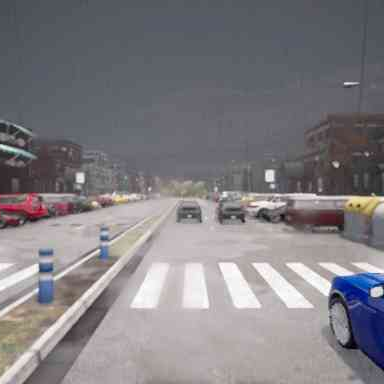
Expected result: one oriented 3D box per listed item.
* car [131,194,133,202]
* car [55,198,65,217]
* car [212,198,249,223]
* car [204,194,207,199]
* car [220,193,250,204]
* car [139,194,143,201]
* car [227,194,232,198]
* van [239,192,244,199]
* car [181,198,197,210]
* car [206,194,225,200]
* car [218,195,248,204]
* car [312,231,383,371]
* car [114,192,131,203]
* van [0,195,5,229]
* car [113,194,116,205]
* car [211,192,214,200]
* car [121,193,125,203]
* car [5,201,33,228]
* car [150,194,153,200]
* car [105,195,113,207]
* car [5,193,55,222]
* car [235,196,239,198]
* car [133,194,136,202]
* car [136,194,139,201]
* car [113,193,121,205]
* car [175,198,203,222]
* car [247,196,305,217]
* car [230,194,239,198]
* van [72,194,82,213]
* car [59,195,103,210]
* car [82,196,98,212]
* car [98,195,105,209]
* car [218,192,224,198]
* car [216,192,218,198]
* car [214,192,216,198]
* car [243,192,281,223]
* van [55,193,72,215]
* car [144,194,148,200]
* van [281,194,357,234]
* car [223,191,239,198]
[{"bbox_3d":[-13.547,1.247,59.854,4.674,1.452,2.002,0,0,-1],"label":"car"},{"bbox_3d":[-13.200,1.449,26.512,4.892,1.521,2.231,0,1,0],"label":"car"},{"bbox_3d":[2.800,1.454,25.145,1.837,1.490,4.892,0,0,-1],"label":"car"},{"bbox_3d":[6.605,1.111,87.321,5.566,2.045,2.435,0,-1,-1],"label":"car"},{"bbox_3d":[7.014,1.092,54.251,4.553,1.767,2.185,0,0,-1],"label":"car"},{"bbox_3d":[-13.601,0.961,68.065,5.566,2.045,2.435,0,0,-1],"label":"car"},{"bbox_3d":[7.338,1.327,40.469,5.366,1.575,1.946,0,0,-1],"label":"car"},{"bbox_3d":[7.137,1.160,32.190,4.442,1.987,1.878,0,0,-1],"label":"van"},{"bbox_3d":[-0.410,1.449,42.152,1.895,1.301,4.718,0,0,-1],"label":"car"},{"bbox_3d":[6.504,1.424,92.832,5.008,1.535,2.097,0,-1,-1],"label":"car"},{"bbox_3d":[6.978,1.230,57.009,4.792,1.488,2.163,0,0,-1],"label":"car"},{"bbox_3d":[3.065,1.468,3.181,1.882,1.535,5.008,0,0,-1],"label":"car"},{"bbox_3d":[-13.701,1.218,57.082,5.366,1.575,1.946,0,0,-1],"label":"car"},{"bbox_3d":[-13.024,1.253,18.052,4.442,1.987,1.878,0,0,0],"label":"van"},{"bbox_3d":[-13.428,1.342,45.845,4.792,1.488,2.163,0,1,-1],"label":"car"},{"bbox_3d":[6.852,0.931,62.517,5.566,2.045,2.435,0,0,-1],"label":"car"},{"bbox_3d":[-13.463,1.263,51.527,5.008,1.535,2.097,0,1,-1],"label":"car"},{"bbox_3d":[-13.135,1.500,20.959,4.792,1.488,2.163,0,0,0],"label":"car"},{"bbox_3d":[-13.865,1.434,90.285,5.008,1.535,2.097,0,-1,-1],"label":"car"},{"bbox_3d":[-13.365,1.337,43.065,5.008,1.535,2.097,0,0,-1],"label":"car"},{"bbox_3d":[-13.212,1.209,23.610,5.566,2.045,2.435,0,0,0],"label":"car"},{"bbox_3d":[7.218,1.409,34.951,4.674,1.452,2.002,0,0,-1],"label":"car"},{"bbox_3d":[-13.569,1.242,62.512,4.674,1.452,2.002,0,0,-1],"label":"car"},{"bbox_3d":[-13.786,1.202,65.283,5.366,1.575,1.946,0,0,-1],"label":"car"},{"bbox_3d":[-13.434,1.289,48.624,4.892,1.521,2.231,0,1,-1],"label":"car"},{"bbox_3d":[-0.209,1.454,25.652,1.837,1.490,4.892,0,0,-1],"label":"car"},{"bbox_3d":[7.319,1.275,29.435,4.553,1.767,2.185,0,0,-1],"label":"car"},{"bbox_3d":[7.372,1.347,37.710,5.366,1.575,1.946,0,0,-1],"label":"car"},{"bbox_3d":[-13.373,1.192,31.945,4.442,1.987,1.878,0,0,-1],"label":"van"},{"bbox_3d":[-13.373,1.234,40.285,4.553,1.767,2.185,0,0,-1],"label":"car"},{"bbox_3d":[-13.255,1.148,34.846,5.566,2.045,2.435,0,0,0],"label":"car"},{"bbox_3d":[-13.128,1.377,37.633,5.366,1.575,1.946,0,0,-1],"label":"car"},{"bbox_3d":[7.022,1.012,48.737,5.566,2.045,2.435,0,0,-1],"label":"car"},{"bbox_3d":[7.045,0.989,51.495,5.566,2.045,2.435,0,0,-1],"label":"car"},{"bbox_3d":[6.910,1.186,59.760,5.008,1.535,2.097,0,0,-1],"label":"car"},{"bbox_3d":[7.293,1.163,26.675,5.566,2.045,2.435,0,0,-1],"label":"car"},{"bbox_3d":[-13.350,1.208,29.292,4.442,1.987,1.878,0,0,0],"label":"van"},{"bbox_3d":[-13.752,1.311,79.296,4.892,1.521,2.231,0,-1,-1],"label":"car"},{"bbox_3d":[7.540,1.219,18.401,4.442,1.987,1.878,0,0,-1],"label":"van"},{"bbox_3d":[7.053,1.160,45.981,4.553,1.767,2.185,0,0,-1],"label":"car"}]
